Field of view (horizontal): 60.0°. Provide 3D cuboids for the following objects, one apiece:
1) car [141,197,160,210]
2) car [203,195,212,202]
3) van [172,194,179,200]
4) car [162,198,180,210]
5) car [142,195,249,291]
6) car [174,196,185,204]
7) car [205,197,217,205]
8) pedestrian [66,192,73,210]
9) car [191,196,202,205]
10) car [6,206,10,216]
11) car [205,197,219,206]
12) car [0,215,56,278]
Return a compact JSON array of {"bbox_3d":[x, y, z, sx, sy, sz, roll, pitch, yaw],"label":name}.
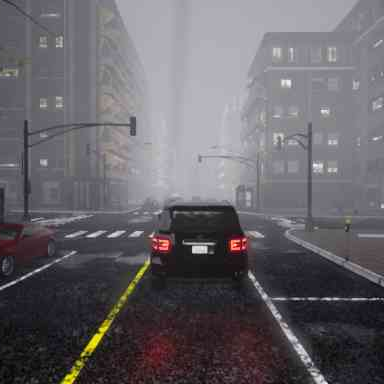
[{"bbox_3d":[-5.252,1.438,42.516,1.967,1.590,4.097,0,0,1],"label":"car"},{"bbox_3d":[3.490,1.440,76.251,1.967,1.590,4.097,0,0,1],"label":"car"},{"bbox_3d":[-4.709,1.340,93.261,1.690,1.788,3.998,0,0,1],"label":"van"},{"bbox_3d":[-2.634,1.562,43.141,1.994,1.385,4.181,0,0,2],"label":"car"},{"bbox_3d":[0.180,1.221,9.184,2.150,2.045,5.566,0,0,1],"label":"car"},{"bbox_3d":[-2.359,1.563,65.002,1.994,1.385,4.181,0,0,1],"label":"car"},{"bbox_3d":[3.309,1.544,59.335,1.887,1.381,4.507,0,0,1],"label":"car"},{"bbox_3d":[-12.367,0.902,33.584,0.375,1.860,0.375,0,-1,0],"label":"pedestrian"},{"bbox_3d":[0.725,1.476,59.826,1.882,1.535,5.008,0,0,1],"label":"car"},{"bbox_3d":[-16.154,1.097,24.863,4.553,1.767,2.097,1,0,-1],"label":"car"},{"bbox_3d":[3.249,1.549,53.697,2.008,1.369,4.403,0,0,1],"label":"car"},{"bbox_3d":[-5.598,1.581,10.107,1.802,1.307,4.206,0,0,1],"label":"car"}]
